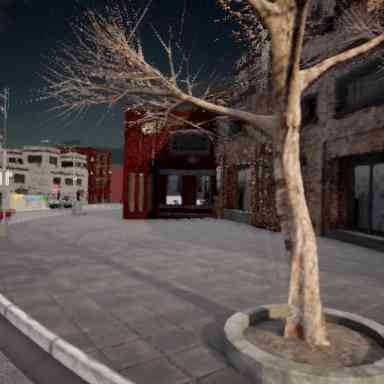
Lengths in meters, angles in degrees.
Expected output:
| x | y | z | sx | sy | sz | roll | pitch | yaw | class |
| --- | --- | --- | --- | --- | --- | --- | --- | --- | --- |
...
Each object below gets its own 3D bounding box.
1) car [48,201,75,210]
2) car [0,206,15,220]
| x | y | z | sx | sy | sz | roll | pitch | yaw | class |
| --- | --- | --- | --- | --- | --- | --- | --- | --- | --- |
| -19.035 | 1.929 | 48.760 | 1.895 | 1.301 | 4.718 | 1 | -1 | 7 | car |
| -16.118 | 1.719 | 27.053 | 1.895 | 1.301 | 4.718 | 1 | -1 | -9 | car |
